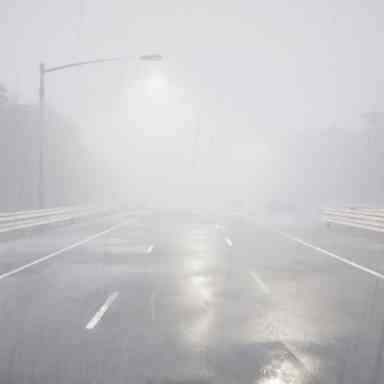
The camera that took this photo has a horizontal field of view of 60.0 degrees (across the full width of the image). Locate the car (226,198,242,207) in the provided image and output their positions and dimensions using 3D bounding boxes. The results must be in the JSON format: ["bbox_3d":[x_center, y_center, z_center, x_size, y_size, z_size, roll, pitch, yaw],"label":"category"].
[{"bbox_3d":[7.220,1.726,57.046,1.882,1.535,5.008,0,0,-7],"label":"car"}]

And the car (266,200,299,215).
[{"bbox_3d":[10.323,1.680,38.255,1.837,1.490,4.892,0,0,-16],"label":"car"}]

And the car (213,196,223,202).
[{"bbox_3d":[7.093,1.940,86.342,1.812,1.442,4.674,0,0,0],"label":"car"}]
